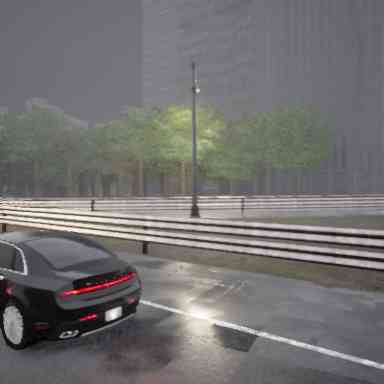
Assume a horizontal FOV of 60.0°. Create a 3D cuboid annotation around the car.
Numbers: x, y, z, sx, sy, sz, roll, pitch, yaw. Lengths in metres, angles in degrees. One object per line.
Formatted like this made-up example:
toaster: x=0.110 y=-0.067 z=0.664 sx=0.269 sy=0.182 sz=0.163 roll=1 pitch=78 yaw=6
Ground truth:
car: x=-3.117 y=1.475 z=6.182 sx=4.892 sy=1.490 sz=1.837 roll=1 pitch=1 yaw=35
